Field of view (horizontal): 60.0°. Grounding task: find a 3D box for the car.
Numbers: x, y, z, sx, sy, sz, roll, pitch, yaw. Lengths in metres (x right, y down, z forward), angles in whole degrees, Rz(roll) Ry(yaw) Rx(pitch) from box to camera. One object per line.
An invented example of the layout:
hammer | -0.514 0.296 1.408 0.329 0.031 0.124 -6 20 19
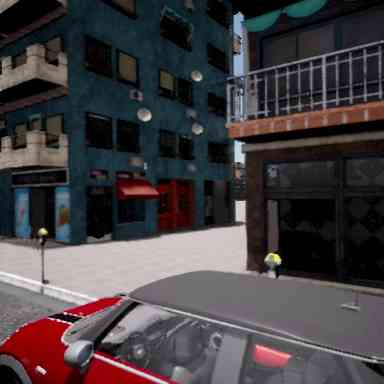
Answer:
car | -0.007 1.445 2.891 4.097 1.590 1.967 0 -1 36
